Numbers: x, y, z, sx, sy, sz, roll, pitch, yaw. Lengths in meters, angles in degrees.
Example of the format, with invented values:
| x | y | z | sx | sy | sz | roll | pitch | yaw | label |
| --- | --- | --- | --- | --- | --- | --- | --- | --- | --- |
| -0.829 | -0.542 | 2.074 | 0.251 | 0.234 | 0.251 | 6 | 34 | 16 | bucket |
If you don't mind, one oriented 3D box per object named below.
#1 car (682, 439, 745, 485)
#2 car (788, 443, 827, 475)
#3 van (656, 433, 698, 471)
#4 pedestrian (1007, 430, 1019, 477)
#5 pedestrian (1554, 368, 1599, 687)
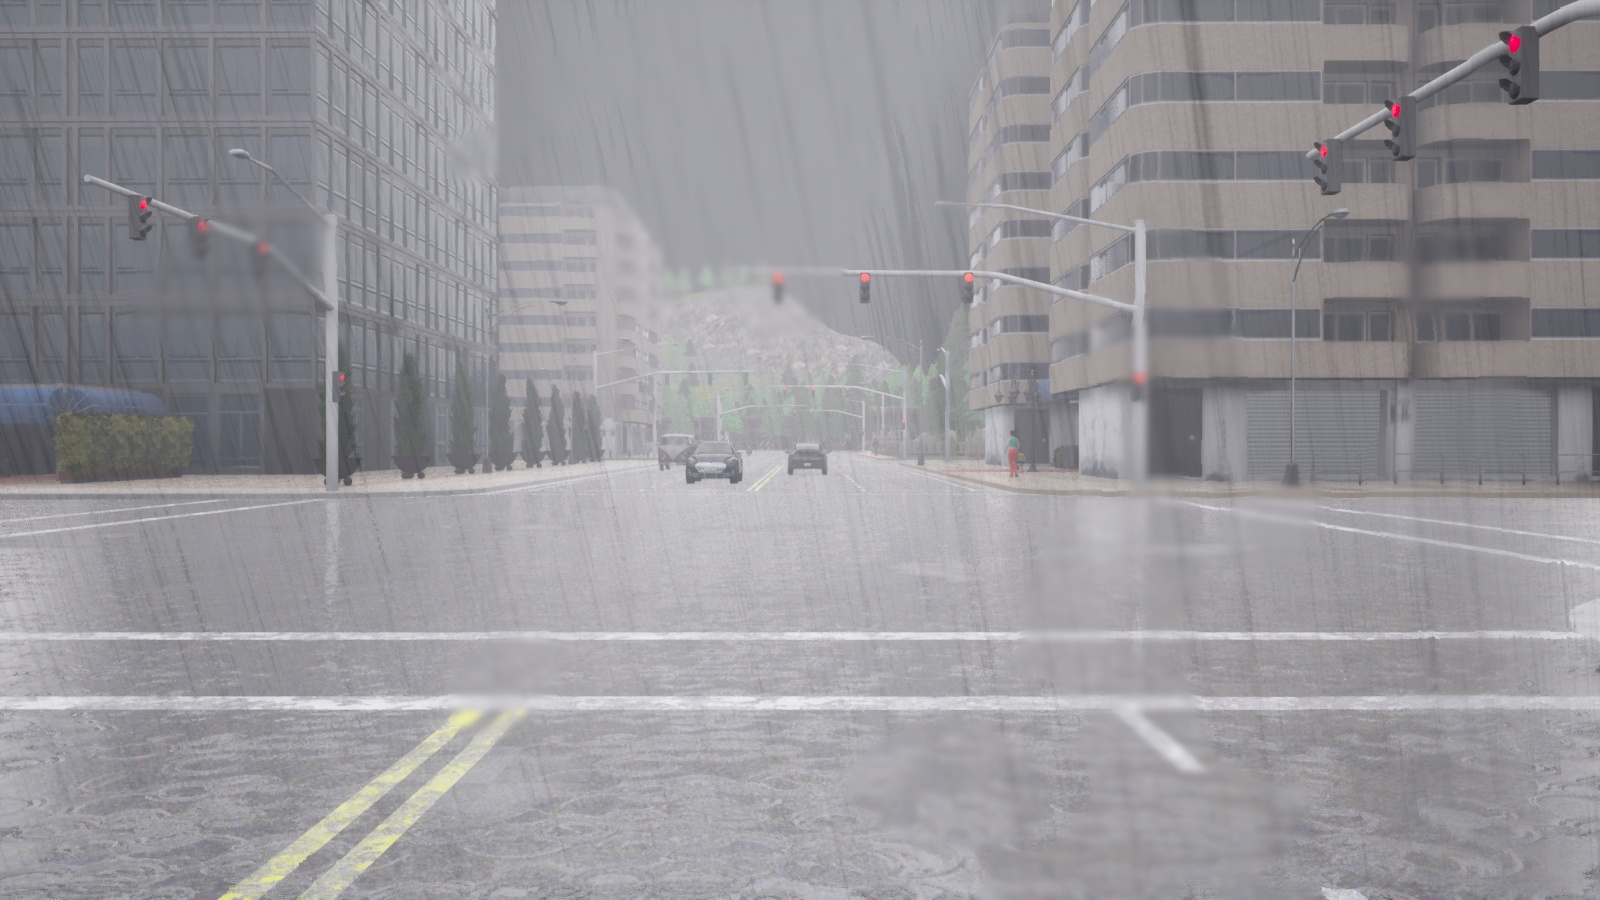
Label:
| x | y | z | sx | sy | sz | roll | pitch | yaw | label |
| --- | --- | --- | --- | --- | --- | --- | --- | --- | --- |
| -3.212 | 0.405 | 47.640 | 2.033 | 1.649 | 4.856 | 0 | 0 | 0 | car |
| 0.363 | 0.409 | 60.748 | 1.837 | 1.490 | 4.892 | 0 | 0 | 0 | car |
| -6.590 | 0.112 | 67.722 | 1.775 | 1.987 | 4.442 | 0 | 0 | 1 | van |
| 8.334 | 0.134 | 49.182 | 0.345 | 1.836 | 0.594 | 0 | 0 | -2 | pedestrian |
| 5.166 | 0.475 | 7.778 | 0.788 | 1.949 | 0.423 | 0 | 0 | 22 | pedestrian |
